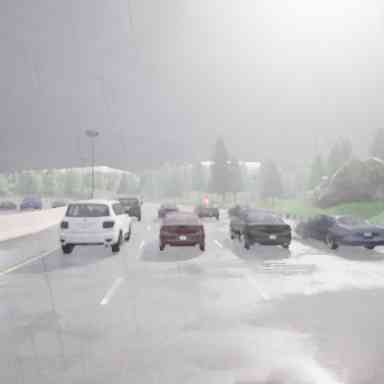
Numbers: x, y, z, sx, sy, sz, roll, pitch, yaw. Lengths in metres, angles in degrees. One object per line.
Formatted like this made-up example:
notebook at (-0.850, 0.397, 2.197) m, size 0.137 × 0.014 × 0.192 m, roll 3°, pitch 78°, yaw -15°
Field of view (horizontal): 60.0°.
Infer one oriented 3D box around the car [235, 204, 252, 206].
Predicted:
car at (4.788, 1.839, 31.251) m, size 2.033 × 1.411 × 5.357 m, roll 0°, pitch -1°, yaw -8°

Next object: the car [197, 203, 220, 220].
car at (1.282, 1.784, 31.045) m, size 2.128 × 1.511 × 4.902 m, roll 0°, pitch 0°, yaw -8°

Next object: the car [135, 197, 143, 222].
car at (-5.604, 1.498, 29.760) m, size 2.150 × 2.045 × 5.566 m, roll 0°, pitch 0°, yaw -8°

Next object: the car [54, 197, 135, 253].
car at (-3.969, 1.354, 14.455) m, size 2.150 × 2.045 × 5.566 m, roll 0°, pitch 0°, yaw -4°

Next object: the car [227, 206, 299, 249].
car at (2.981, 1.622, 15.413) m, size 1.882 × 1.535 × 5.008 m, roll 0°, pitch 0°, yaw -4°

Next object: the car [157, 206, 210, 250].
car at (-0.510, 1.621, 15.167) m, size 1.882 × 1.535 × 5.008 m, roll 0°, pitch 0°, yaw -4°

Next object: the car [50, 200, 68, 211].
car at (-20.621, 2.038, 51.647) m, size 2.033 × 1.411 × 5.357 m, roll 0°, pitch -1°, yaw -15°

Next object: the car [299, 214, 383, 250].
car at (6.507, 1.688, 15.159) m, size 2.033 × 1.411 × 5.357 m, roll 0°, pitch -1°, yaw -4°

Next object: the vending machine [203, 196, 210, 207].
vending machine at (2.754, 1.790, 63.531) m, size 1.100 × 2.100 × 0.880 m, roll 0°, pitch -1°, yaw -17°

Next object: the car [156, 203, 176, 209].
car at (-2.184, 1.795, 30.562) m, size 1.837 × 1.490 × 4.892 m, roll 0°, pitch 0°, yaw -8°
